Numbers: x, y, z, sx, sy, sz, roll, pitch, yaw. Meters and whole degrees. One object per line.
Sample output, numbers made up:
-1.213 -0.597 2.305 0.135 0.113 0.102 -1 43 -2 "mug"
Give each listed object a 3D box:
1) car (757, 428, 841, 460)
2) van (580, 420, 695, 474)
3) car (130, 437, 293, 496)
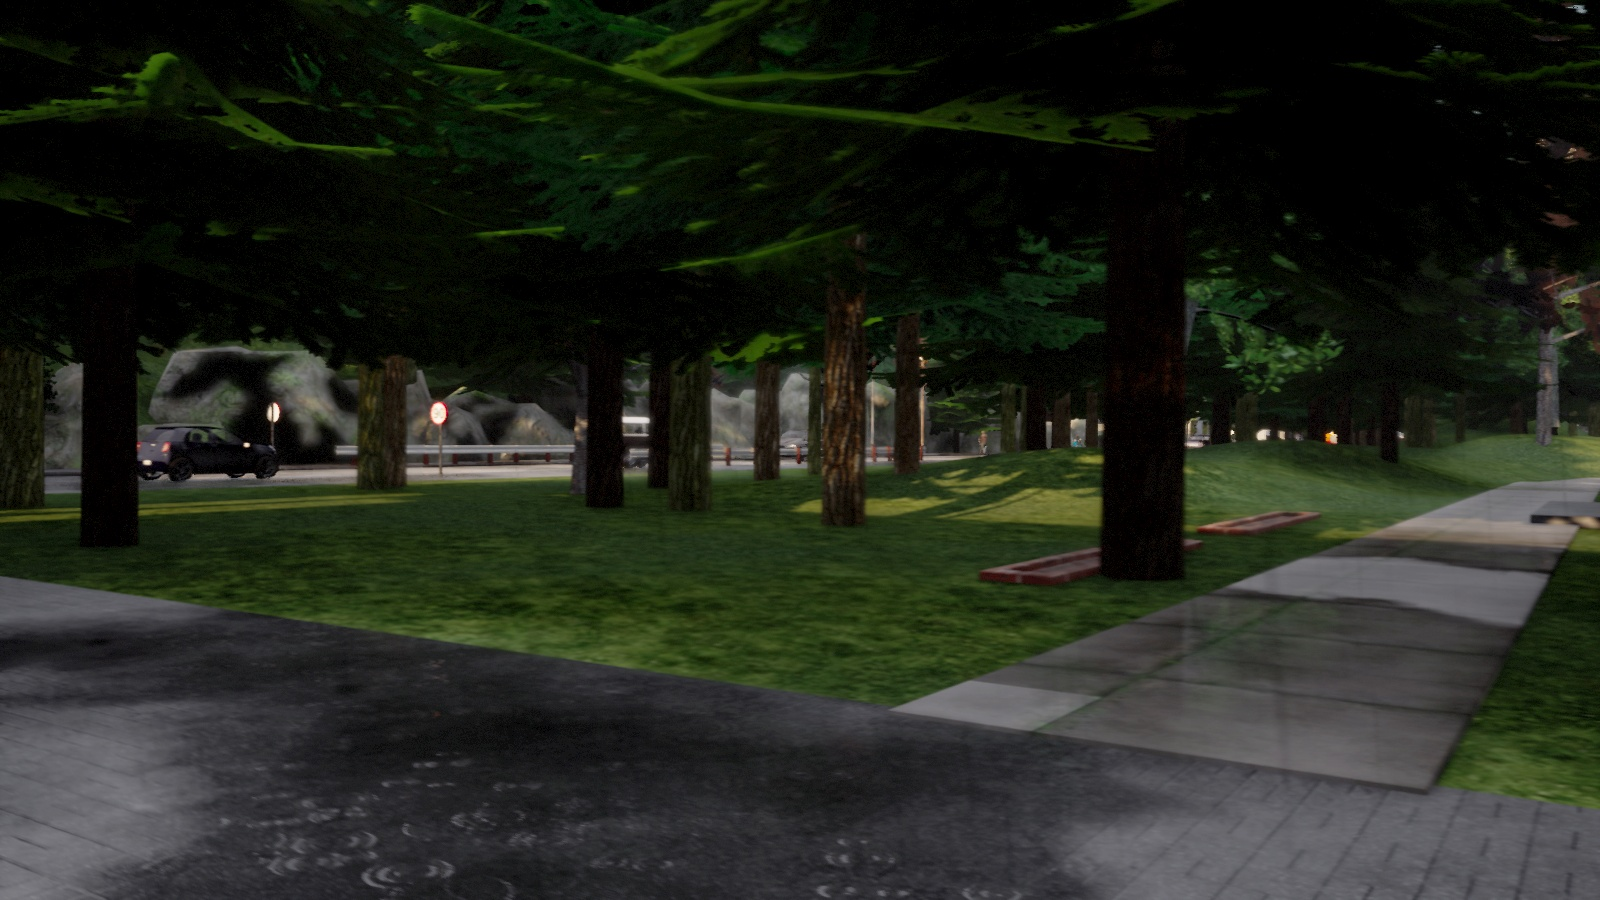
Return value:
-0.014 -0.334 66.755 2.242 1.667 4.611 0 1 34 "car"
-6.370 -0.165 49.799 2.069 2.038 4.480 0 1 33 "van"
-16.232 0.418 34.767 1.845 1.501 3.633 0 1 33 "car"
